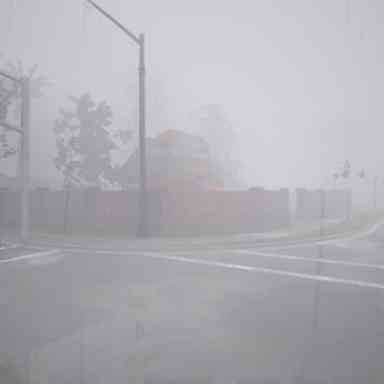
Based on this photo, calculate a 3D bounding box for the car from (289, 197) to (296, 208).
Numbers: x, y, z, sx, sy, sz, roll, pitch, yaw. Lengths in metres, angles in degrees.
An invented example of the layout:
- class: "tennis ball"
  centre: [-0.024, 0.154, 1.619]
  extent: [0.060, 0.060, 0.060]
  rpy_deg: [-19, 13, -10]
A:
- class: "car"
  centre: [12.730, 1.357, 45.031]
  extent: [5.027, 1.636, 2.152]
  rpy_deg: [-1, 0, 34]
